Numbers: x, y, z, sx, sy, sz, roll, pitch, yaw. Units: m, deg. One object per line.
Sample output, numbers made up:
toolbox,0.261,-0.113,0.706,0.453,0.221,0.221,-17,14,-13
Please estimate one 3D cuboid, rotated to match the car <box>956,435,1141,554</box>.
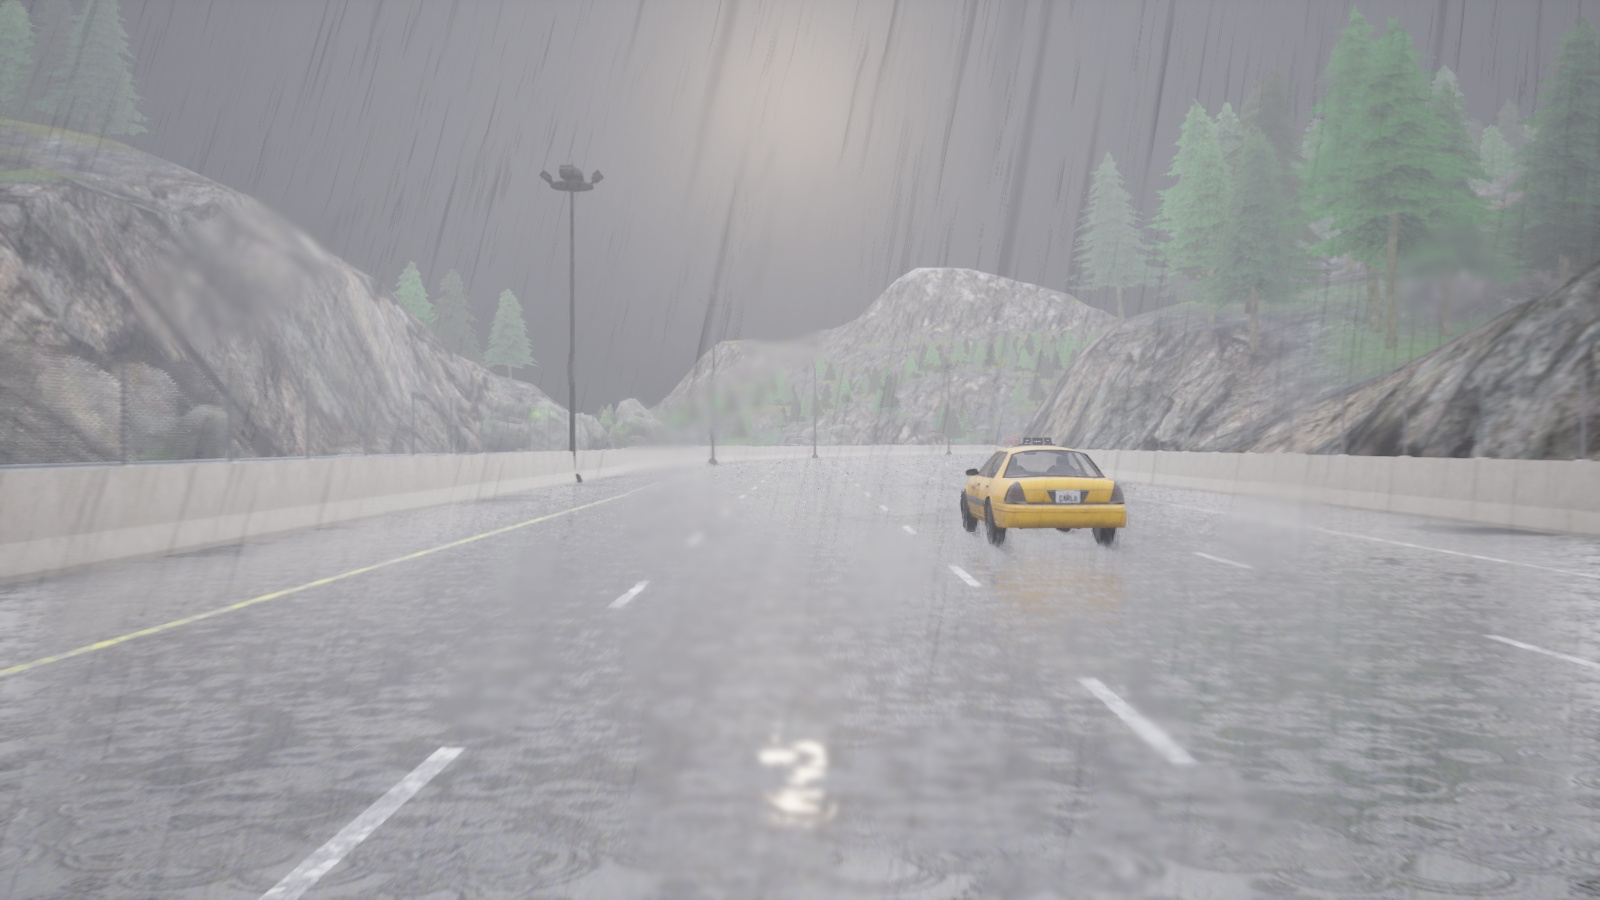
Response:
car,3.625,0.581,19.319,1.801,1.575,5.366,0,0,0
